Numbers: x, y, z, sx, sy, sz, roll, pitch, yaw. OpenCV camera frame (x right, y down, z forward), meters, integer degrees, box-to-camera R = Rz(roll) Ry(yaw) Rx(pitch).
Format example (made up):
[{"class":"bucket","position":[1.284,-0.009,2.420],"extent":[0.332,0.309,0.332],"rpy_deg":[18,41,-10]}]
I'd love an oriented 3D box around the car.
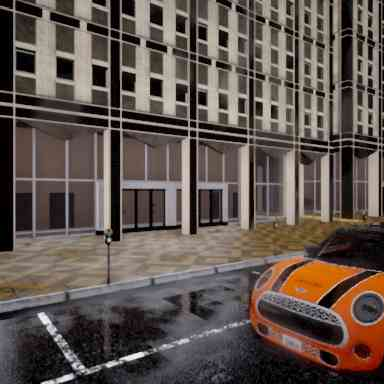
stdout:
[{"class":"car","position":[3.115,1.352,5.601],"extent":[4.553,1.767,2.097],"rpy_deg":[0,0,-35]}]
